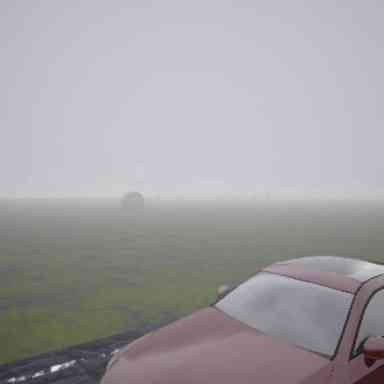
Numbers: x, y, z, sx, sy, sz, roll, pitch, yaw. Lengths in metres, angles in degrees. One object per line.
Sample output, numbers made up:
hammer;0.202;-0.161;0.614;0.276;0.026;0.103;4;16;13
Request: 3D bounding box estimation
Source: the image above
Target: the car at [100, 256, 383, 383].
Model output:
car;1.350;1.516;3.566;4.674;1.442;1.812;0;0;-36
